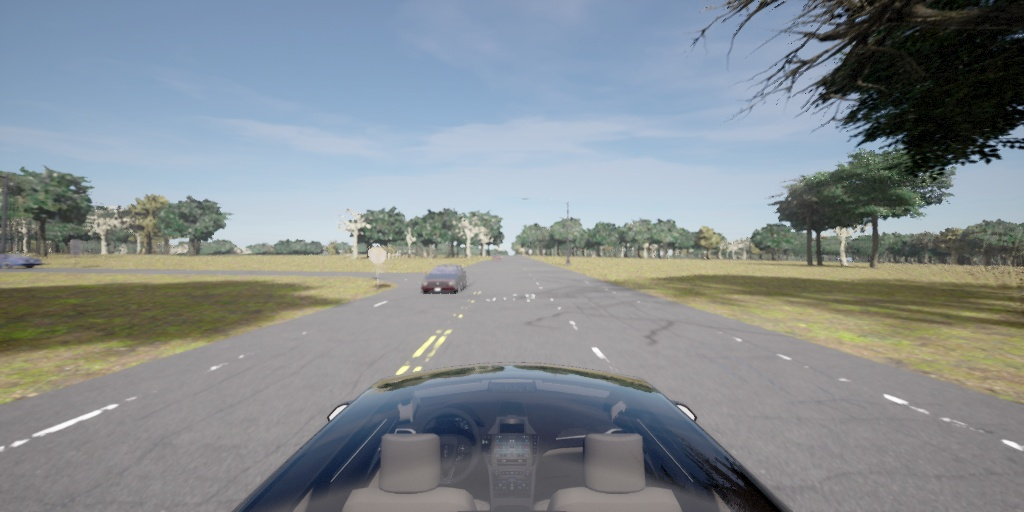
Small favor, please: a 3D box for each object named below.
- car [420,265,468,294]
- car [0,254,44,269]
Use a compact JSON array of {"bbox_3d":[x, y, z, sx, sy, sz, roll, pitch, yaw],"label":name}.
[{"bbox_3d":[-3.534,1.182,19.681,2.033,1.411,5.357,0,1,0],"label":"car"},{"bbox_3d":[-48.608,0.495,34.446,5.357,1.411,2.033,1,-1,0],"label":"car"}]
